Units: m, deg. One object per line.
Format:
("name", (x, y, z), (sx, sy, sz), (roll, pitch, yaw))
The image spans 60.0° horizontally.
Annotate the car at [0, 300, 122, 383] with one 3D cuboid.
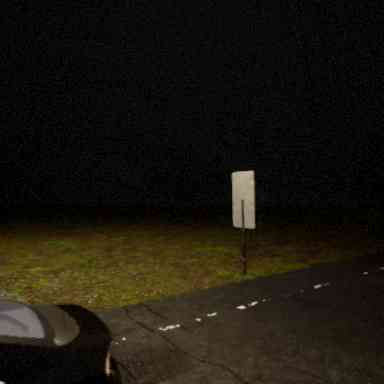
("car", (-2.790, 1.508, 1.764), (4.902, 1.511, 2.128), (1, -1, -37))
